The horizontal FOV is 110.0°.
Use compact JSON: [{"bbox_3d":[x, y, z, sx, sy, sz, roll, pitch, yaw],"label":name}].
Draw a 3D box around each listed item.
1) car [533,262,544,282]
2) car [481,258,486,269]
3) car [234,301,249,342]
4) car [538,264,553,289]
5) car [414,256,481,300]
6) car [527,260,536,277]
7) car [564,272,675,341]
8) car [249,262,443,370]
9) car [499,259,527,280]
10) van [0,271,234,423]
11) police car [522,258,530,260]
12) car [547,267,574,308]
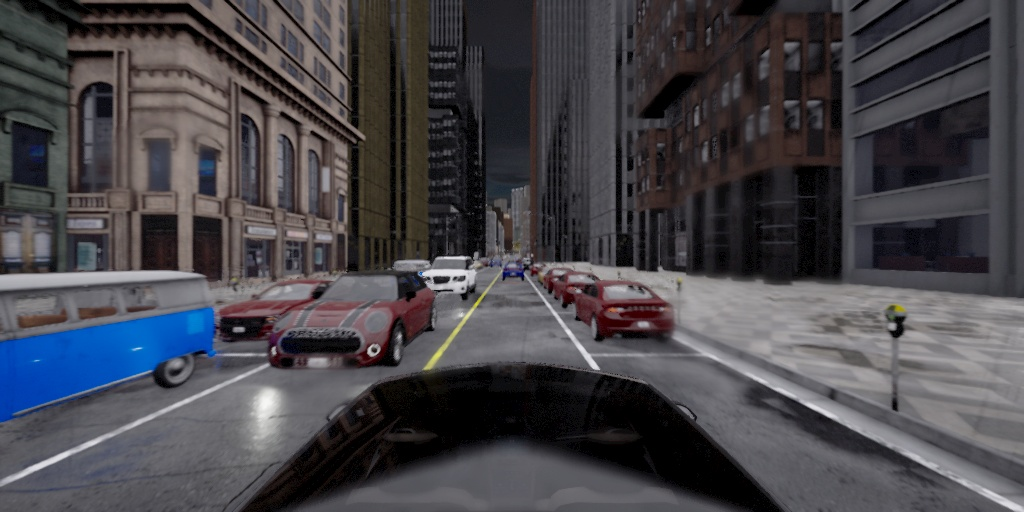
[{"bbox_3d":[2.785,1.345,26.549,1.751,1.417,4.829,0,0,0],"label":"car"},{"bbox_3d":[-5.745,1.444,59.379,1.751,1.417,4.829,0,0,0],"label":"car"},{"bbox_3d":[-5.772,1.318,9.825,1.888,1.381,4.507,0,0,0],"label":"car"},{"bbox_3d":[2.785,1.348,20.854,1.888,1.381,4.507,0,0,0],"label":"car"},{"bbox_3d":[-3.082,1.018,18.443,2.150,2.045,5.566,0,0,0],"label":"car"},{"bbox_3d":[2.787,1.397,37.430,1.888,1.381,4.507,0,0,0],"label":"car"},{"bbox_3d":[2.783,1.317,9.804,1.888,1.381,4.507,0,0,0],"label":"car"},{"bbox_3d":[-3.095,1.119,7.974,2.097,1.767,4.553,0,0,0],"label":"car"},{"bbox_3d":[0.114,1.315,32.348,1.882,1.535,5.008,0,0,0],"label":"car"},{"bbox_3d":[-5.775,1.098,4.300,1.690,1.789,3.998,0,0,0],"label":"van"},{"bbox_3d":[2.384,1.310,48.535,1.930,1.638,5.238,0,0,0],"label":"police car"},{"bbox_3d":[2.784,1.332,15.329,1.888,1.381,4.507,0,0,0],"label":"car"}]
